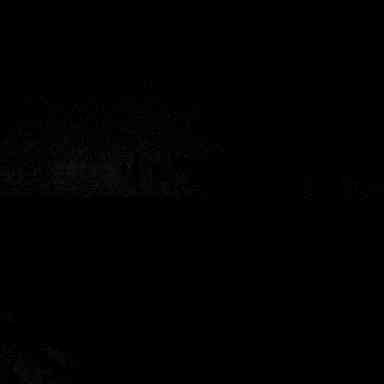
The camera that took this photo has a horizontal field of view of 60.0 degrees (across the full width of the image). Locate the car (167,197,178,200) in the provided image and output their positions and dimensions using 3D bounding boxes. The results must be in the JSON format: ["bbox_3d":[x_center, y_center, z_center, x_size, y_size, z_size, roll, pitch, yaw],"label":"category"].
[{"bbox_3d":[-3.584,1.592,54.444,1.845,1.501,3.633,0,0,41],"label":"car"}]

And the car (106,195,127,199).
[{"bbox_3d":[-10.707,1.572,50.809,1.970,1.475,3.806,0,0,41],"label":"car"}]

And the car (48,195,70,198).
[{"bbox_3d":[-29.606,1.407,76.767,2.152,1.636,5.027,0,0,41],"label":"car"}]

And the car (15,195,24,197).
[{"bbox_3d":[-42.049,1.529,77.834,2.007,1.523,4.514,0,0,41],"label":"car"}]

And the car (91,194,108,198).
[{"bbox_3d":[-17.501,1.336,66.761,1.932,1.855,4.605,0,0,41],"label":"car"}]

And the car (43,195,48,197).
[{"bbox_3d":[-34.656,1.492,80.740,1.970,1.475,3.806,0,0,41],"label":"car"}]
